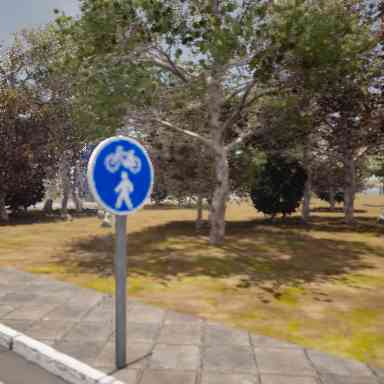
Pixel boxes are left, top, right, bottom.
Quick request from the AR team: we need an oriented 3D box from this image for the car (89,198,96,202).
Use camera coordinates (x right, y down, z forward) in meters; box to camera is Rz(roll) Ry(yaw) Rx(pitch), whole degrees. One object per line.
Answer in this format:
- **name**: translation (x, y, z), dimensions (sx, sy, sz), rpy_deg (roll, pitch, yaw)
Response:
- **car**: translation (-18.808, 1.314, 67.667), dimensions (1.994, 1.385, 4.181), rpy_deg (0, 0, 36)
